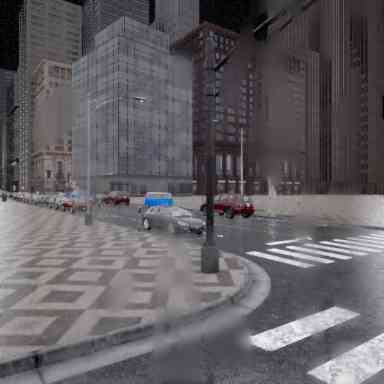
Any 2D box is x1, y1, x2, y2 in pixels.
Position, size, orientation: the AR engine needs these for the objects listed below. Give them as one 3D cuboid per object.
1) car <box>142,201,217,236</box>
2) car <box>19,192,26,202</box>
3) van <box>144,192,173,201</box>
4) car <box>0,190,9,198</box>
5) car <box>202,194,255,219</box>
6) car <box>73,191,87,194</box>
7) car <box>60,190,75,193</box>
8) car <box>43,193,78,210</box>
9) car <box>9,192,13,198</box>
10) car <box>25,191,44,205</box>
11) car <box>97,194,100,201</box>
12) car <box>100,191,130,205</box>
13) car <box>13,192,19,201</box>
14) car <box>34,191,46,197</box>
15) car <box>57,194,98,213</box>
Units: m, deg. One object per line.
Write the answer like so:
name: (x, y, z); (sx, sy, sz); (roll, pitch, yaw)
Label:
car: (-1.031, 1.367, 16.981); (2.008, 1.369, 4.403); (1, 0, -36)
car: (-23.229, 0.874, 48.086); (2.008, 1.369, 4.403); (1, 0, -36)
van: (-3.596, 0.931, 35.255); (1.690, 1.788, 3.998); (1, 0, -36)
car: (-39.085, 0.610, 70.303); (1.947, 1.339, 4.313); (1, 0, -36)
car: (2.748, 1.050, 26.367); (2.192, 1.841, 5.009); (1, 0, -36)
car: (-16.159, 0.967, 48.414); (1.895, 1.301, 4.718); (0, 1, -36)
car: (-21.881, 0.778, 56.432); (1.812, 1.442, 4.674); (0, 1, -35)
car: (-13.715, 1.074, 34.754); (2.008, 1.369, 4.403); (1, 0, -36)
car: (-29.572, 0.747, 56.973); (1.887, 1.381, 4.507); (1, 0, -36)
car: (-20.058, 0.939, 43.642); (2.008, 1.369, 4.403); (1, 0, -36)
car: (-13.114, 0.934, 48.589); (2.008, 1.369, 4.403); (1, 0, -36)
car: (-9.939, 0.766, 44.144); (2.192, 1.841, 5.009); (1, 0, -36)
car: (-26.399, 0.702, 52.529); (1.967, 1.590, 4.097); (1, 0, -36)
car: (-38.487, 0.495, 84.139); (1.887, 1.381, 4.507); (0, 0, -36)
car: (-10.544, 1.139, 30.311); (1.887, 1.381, 4.507); (1, 0, -36)
